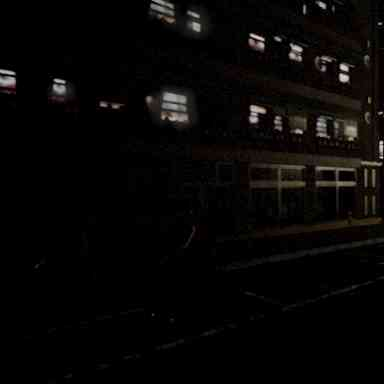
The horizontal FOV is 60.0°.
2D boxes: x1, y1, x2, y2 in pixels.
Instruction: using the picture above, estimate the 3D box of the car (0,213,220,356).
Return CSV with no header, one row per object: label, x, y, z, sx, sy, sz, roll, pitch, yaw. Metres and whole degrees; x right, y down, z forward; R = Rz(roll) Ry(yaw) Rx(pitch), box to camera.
car,-1.818,1.312,5.279,5.009,1.841,2.192,0,-1,-35
